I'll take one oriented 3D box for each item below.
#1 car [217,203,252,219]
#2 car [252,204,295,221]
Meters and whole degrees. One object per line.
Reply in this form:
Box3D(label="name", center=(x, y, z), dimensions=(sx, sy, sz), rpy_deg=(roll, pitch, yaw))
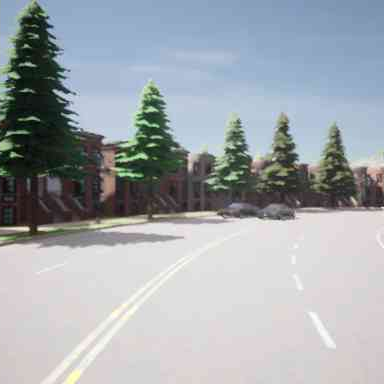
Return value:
Box3D(label="car", center=(4.550, 1.720, 31.530), dimensions=(2.033, 1.411, 5.357), rpy_deg=(0, 0, 40))
Box3D(label="car", center=(7.414, 1.752, 29.332), dimensions=(1.994, 1.385, 4.181), rpy_deg=(0, 0, 40))
